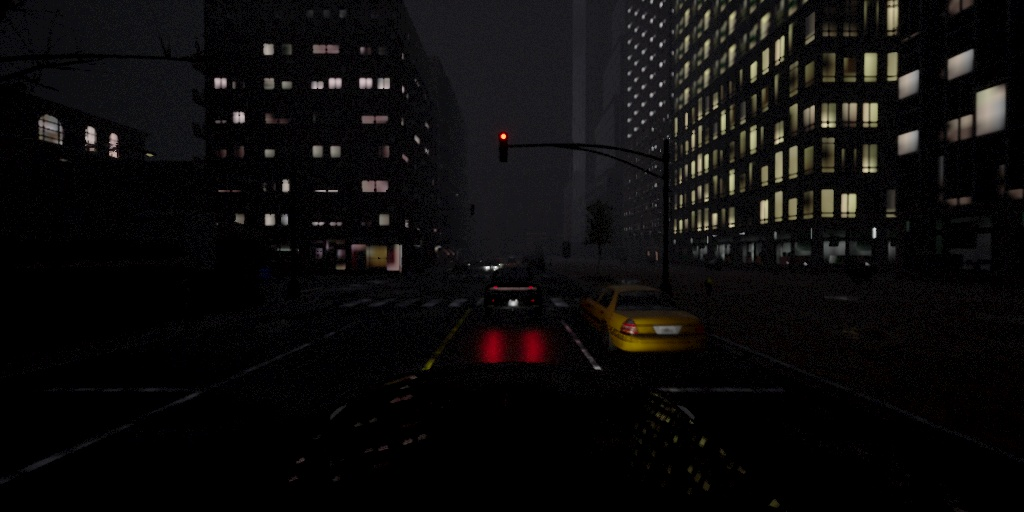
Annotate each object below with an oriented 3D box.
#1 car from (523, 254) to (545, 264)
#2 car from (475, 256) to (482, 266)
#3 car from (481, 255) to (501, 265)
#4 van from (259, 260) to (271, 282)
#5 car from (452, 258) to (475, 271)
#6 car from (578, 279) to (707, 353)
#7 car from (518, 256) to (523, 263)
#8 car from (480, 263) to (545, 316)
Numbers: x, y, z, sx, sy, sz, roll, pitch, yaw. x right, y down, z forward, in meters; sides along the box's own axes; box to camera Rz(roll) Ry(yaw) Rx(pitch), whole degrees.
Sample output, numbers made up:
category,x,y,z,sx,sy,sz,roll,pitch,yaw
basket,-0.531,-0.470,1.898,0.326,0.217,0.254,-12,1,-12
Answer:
category,x,y,z,sx,sy,sz,roll,pitch,yaw
car,2.678,0.773,40.752,2.192,1.841,5.009,0,0,0
car,-5.707,0.899,57.329,2.007,1.370,4.403,0,0,0
car,-3.086,0.930,54.421,1.994,1.385,4.181,0,0,0
van,-20.775,1.191,27.508,3.998,1.789,1.690,0,0,-1
car,-5.702,1.009,40.750,2.007,1.370,4.403,0,0,0
car,2.687,1.224,8.511,1.751,1.417,4.829,0,0,0
car,2.671,0.629,62.857,2.192,1.841,5.009,0,0,0
car,0.051,1.162,12.837,2.128,1.511,4.902,0,0,0
